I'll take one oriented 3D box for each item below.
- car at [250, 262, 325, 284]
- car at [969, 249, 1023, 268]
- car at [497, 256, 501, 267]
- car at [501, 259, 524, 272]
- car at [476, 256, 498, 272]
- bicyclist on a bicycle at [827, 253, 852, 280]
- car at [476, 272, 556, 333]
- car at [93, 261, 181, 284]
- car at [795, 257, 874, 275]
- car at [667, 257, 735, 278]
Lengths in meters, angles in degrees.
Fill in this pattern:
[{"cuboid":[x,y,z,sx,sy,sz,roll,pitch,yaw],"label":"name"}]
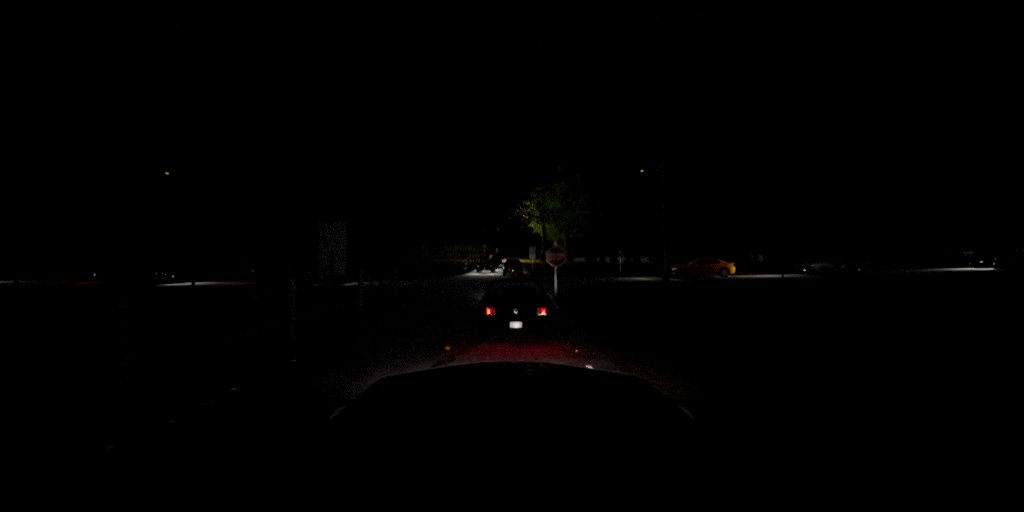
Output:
[{"cuboid":[-15.461,1.164,24.778,4.674,1.442,1.812,0,-1,0],"label":"car"},{"cuboid":[38.467,0.188,27.871,4.181,1.385,1.994,-2,-1,0],"label":"car"},{"cuboid":[-2.832,1.019,50.387,1.895,1.301,4.718,0,1,0],"label":"car"},{"cuboid":[0.098,1.072,35.827,1.837,1.490,4.892,0,1,0],"label":"car"},{"cuboid":[-2.875,1.051,40.334,1.812,1.442,4.674,0,1,2],"label":"car"},{"cuboid":[19.894,0.651,21.845,0.582,1.620,1.656,-1,0,0],"label":"bicyclist on a bicycle"},{"cuboid":[0.098,1.310,10.571,1.895,1.301,4.718,0,0,0],"label":"car"},{"cuboid":[-25.781,1.137,24.750,4.892,1.490,1.837,0,-1,0],"label":"car"},{"cuboid":[24.889,0.717,27.847,4.718,1.301,1.895,-2,-1,0],"label":"car"},{"cuboid":[14.497,0.870,27.815,5.008,1.535,1.882,-1,-1,0],"label":"car"}]
